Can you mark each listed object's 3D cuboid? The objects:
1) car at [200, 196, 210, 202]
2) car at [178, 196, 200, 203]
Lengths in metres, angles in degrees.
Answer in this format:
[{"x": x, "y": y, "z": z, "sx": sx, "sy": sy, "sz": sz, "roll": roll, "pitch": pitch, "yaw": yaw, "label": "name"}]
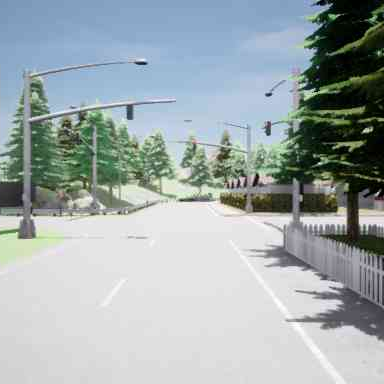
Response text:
[{"x": 1.819, "y": 1.535, "z": 73.200, "sx": 4.181, "sy": 1.385, "sz": 1.994, "roll": 0, "pitch": 0, "yaw": -33, "label": "car"}, {"x": -0.928, "y": 1.580, "z": 70.585, "sx": 1.895, "sy": 1.301, "sz": 4.718, "roll": 0, "pitch": 0, "yaw": 36, "label": "car"}]
